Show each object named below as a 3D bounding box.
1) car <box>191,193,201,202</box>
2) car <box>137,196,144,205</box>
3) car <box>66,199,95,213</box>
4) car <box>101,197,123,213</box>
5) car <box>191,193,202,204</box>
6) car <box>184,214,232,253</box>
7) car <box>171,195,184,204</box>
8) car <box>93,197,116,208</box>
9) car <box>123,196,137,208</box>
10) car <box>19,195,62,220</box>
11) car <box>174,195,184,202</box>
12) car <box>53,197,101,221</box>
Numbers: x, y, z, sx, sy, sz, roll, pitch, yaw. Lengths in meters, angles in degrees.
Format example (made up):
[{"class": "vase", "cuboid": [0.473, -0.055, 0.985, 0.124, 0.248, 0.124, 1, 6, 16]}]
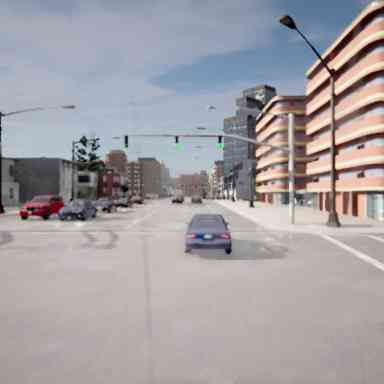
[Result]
[{"class": "car", "cuboid": [0.845, 1.094, 69.875, 2.097, 1.767, 4.553, 0, 0, 0]}, {"class": "car", "cuboid": [-9.684, 1.392, 58.301, 1.882, 1.535, 5.008, 0, 1, 0]}, {"class": "car", "cuboid": [-13.312, 1.600, 39.905, 1.812, 1.442, 4.674, 0, 0, 1]}, {"class": "car", "cuboid": [-9.823, 1.581, 38.011, 2.128, 1.511, 4.902, 0, 0, 0]}, {"class": "car", "cuboid": [0.819, 1.395, 59.473, 2.128, 1.511, 4.902, 0, 1, 0]}, {"class": "car", "cuboid": [0.662, 1.645, 14.242, 2.033, 1.411, 5.357, 0, 0, 2]}, {"class": "car", "cuboid": [-2.678, 1.500, 60.003, 1.895, 1.301, 4.718, 0, 1, 0]}, {"class": "car", "cuboid": [-13.203, 1.530, 50.494, 2.033, 1.411, 5.357, 0, 1, 0]}, {"class": "car", "cuboid": [-9.740, 1.553, 47.857, 2.033, 1.411, 5.357, 0, 1, 1]}, {"class": "car", "cuboid": [-13.362, 1.356, 30.162, 2.150, 2.045, 5.566, 0, 0, 0]}, {"class": "car", "cuboid": [-2.654, 1.384, 70.041, 1.994, 1.385, 4.181, 0, 0, 0]}, {"class": "car", "cuboid": [-9.856, 1.487, 28.929, 2.097, 1.767, 4.553, 0, 0, 0]}]
